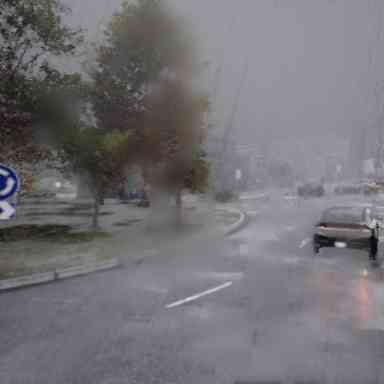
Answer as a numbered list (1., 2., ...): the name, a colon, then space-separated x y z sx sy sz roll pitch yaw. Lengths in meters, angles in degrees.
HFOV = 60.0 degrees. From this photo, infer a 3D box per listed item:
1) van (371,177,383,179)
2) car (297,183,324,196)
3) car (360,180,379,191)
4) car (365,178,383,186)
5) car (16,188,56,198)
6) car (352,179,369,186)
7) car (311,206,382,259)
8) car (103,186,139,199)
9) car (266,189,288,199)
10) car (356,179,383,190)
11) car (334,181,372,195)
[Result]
1. van: 30.975 -1.329 56.568 4.442 1.987 1.878 -1 3 28
2. car: 18.461 -0.457 51.800 5.566 2.045 2.150 -6 4 -42
3. car: 26.403 -0.633 52.527 4.674 1.452 2.002 -1 4 28
4. car: 39.062 -2.147 70.917 4.902 1.511 2.128 -5 3 -42
5. car: -22.760 0.223 49.368 4.902 1.511 2.128 -1 -1 -10
6. car: 37.482 -2.157 73.878 4.181 1.385 1.994 -5 3 -42
7. car: 5.508 1.257 11.765 2.128 1.511 4.902 0 2 30
8. car: -11.003 0.160 51.754 5.566 2.045 2.150 1 -1 12
9. car: 12.896 0.204 50.591 1.812 1.442 4.674 -1 4 43
10. car: 28.475 -0.887 54.663 5.366 1.575 1.946 -1 4 28
11. car: 24.157 -0.457 50.483 4.892 1.521 2.231 -1 3 28
